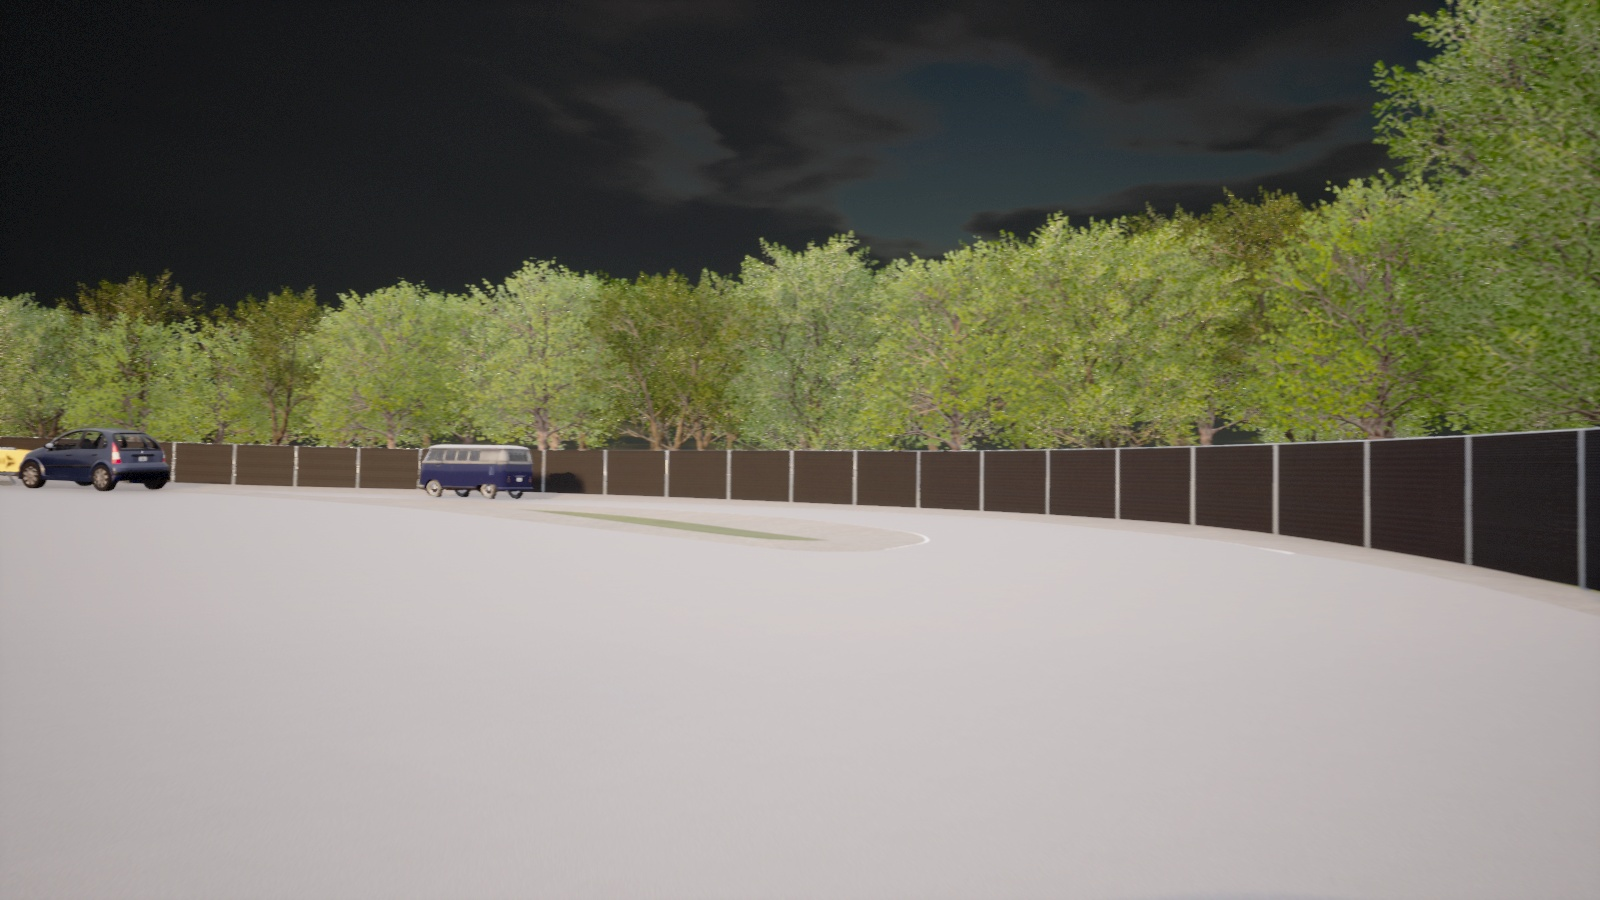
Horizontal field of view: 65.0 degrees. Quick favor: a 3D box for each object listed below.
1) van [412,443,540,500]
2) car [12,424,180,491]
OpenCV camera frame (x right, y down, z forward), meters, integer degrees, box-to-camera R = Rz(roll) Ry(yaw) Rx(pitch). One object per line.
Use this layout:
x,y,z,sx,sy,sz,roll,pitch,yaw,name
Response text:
-11.901,0.771,46.119,4.442,1.987,1.775,1,-1,27,van
-18.640,0.153,33.241,3.988,1.617,1.851,2,1,24,car
